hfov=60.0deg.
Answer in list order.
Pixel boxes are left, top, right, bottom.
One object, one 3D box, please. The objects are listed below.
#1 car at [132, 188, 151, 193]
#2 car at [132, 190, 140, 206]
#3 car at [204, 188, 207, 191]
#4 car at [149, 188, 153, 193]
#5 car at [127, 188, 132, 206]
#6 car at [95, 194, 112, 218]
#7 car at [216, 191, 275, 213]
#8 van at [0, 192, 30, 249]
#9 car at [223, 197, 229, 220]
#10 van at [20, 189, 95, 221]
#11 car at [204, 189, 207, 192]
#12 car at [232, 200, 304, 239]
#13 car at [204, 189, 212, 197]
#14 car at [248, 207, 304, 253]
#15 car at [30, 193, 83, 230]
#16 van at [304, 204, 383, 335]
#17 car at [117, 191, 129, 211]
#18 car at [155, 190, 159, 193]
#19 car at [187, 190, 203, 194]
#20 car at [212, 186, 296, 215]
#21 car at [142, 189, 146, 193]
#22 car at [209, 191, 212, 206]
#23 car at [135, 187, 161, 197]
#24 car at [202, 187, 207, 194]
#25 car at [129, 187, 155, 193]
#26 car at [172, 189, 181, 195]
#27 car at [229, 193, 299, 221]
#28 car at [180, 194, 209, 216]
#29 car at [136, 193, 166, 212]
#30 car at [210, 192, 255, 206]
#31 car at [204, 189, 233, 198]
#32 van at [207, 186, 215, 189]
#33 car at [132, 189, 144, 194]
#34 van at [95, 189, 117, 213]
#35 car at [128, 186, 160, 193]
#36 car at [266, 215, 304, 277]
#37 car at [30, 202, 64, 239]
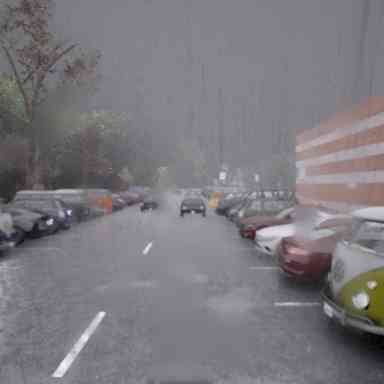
[{"bbox_3d":[-8.176,0.613,41.854,5.008,1.535,2.097,0,1,0],"label":"car"},{"bbox_3d":[-8.170,0.815,33.261,5.008,1.535,2.097,0,1,0],"label":"car"},{"bbox_3d":[4.387,0.519,47.590,4.674,1.452,2.002,0,1,0],"label":"car"},{"bbox_3d":[-8.178,0.547,44.677,5.008,1.535,2.097,0,1,0],"label":"car"},{"bbox_3d":[-8.204,0.756,30.435,4.553,1.767,2.185,0,1,0],"label":"car"},{"bbox_3d":[-8.175,1.079,22.095,4.892,1.521,2.231,0,1,0],"label":"car"},{"bbox_3d":[4.365,0.818,27.811,4.553,1.767,2.185,0,1,0],"label":"car"},{"bbox_3d":[-8.046,1.118,10.797,4.442,1.987,1.878,0,1,0],"label":"van"},{"bbox_3d":[4.399,1.183,19.340,4.674,1.452,2.002,0,1,0],"label":"car"},{"bbox_3d":[-8.285,0.919,19.265,4.442,1.987,1.878,0,1,0],"label":"van"},{"bbox_3d":[4.383,0.585,44.765,4.674,1.452,2.002,0,1,0],"label":"car"},{"bbox_3d":[4.411,1.275,13.689,5.008,1.535,2.097,0,1,0],"label":"car"},{"bbox_3d":[4.207,0.808,33.464,5.366,1.575,1.946,0,1,0],"label":"car"},{"bbox_3d":[4.410,1.382,10.866,4.674,1.452,2.002,0,1,0],"label":"car"},{"bbox_3d":[-8.136,1.088,16.322,4.553,1.767,2.185,0,1,0],"label":"car"},{"bbox_3d":[4.295,1.220,5.070,4.442,1.987,1.878,0,1,0],"label":"van"},{"bbox_3d":[-8.177,0.948,27.616,5.008,1.535,2.097,0,1,0],"label":"car"},{"bbox_3d":[-8.199,0.346,53.146,4.892,1.521,2.231,0,1,0],"label":"car"},{"bbox_3d":[0.068,0.680,42.593,1.994,1.385,4.181,0,1,0],"label":"car"},{"bbox_3d":[4.372,0.825,22.158,5.566,2.045,2.435,0,1,0],"label":"car"},{"bbox_3d":[-8.208,0.709,39.032,4.792,1.488,2.163,0,1,0],"label":"car"},{"bbox_3d":[4.580,0.874,30.639,5.366,1.575,1.946,0,1,0],"label":"car"},{"bbox_3d":[-8.135,0.001,61.620,4.553,1.767,2.185,0,1,0],"label":"car"},{"bbox_3d":[4.386,0.343,53.238,5.008,1.535,2.097,0,1,0],"label":"car"},{"bbox_3d":[-8.181,0.481,47.500,4.892,1.521,2.231,0,1,0],"label":"car"},{"bbox_3d":[-3.296,0.000,71.022,1.895,1.301,4.718,0,2,0],"label":"car"},{"bbox_3d":[4.372,1.084,16.512,4.553,1.767,2.185,0,1,0],"label":"car"},{"bbox_3d":[0.075,1.108,25.942,1.895,1.301,4.718,0,1,0],"label":"car"},{"bbox_3d":[-3.369,1.027,29.391,1.895,1.301,4.718,0,1,0],"label":"car"},{"bbox_3d":[4.394,0.784,36.290,4.674,1.452,2.002,0,1,0],"label":"car"},{"bbox_3d":[4.381,0.313,56.066,4.674,1.452,2.002,0,1,0],"label":"car"},{"bbox_3d":[4.273,0.452,39.108,4.442,1.987,1.878,0,1,0],"label":"van"},{"bbox_3d":[-8.181,0.749,36.084,5.008,1.535,2.097,0,1,0],"label":"car"},{"bbox_3d":[-8.286,0.785,24.914,4.442,1.987,1.878,0,1,0],"label":"van"},{"bbox_3d":[-8.166,0.027,55.839,5.566,2.045,2.435,0,1,0],"label":"car"},{"bbox_3d":[4.407,1.444,8.032,4.674,1.452,2.002,0,1,0],"label":"car"},{"bbox_3d":[-8.198,1.306,13.628,4.792,1.488,2.163,0,1,0],"label":"car"}]
